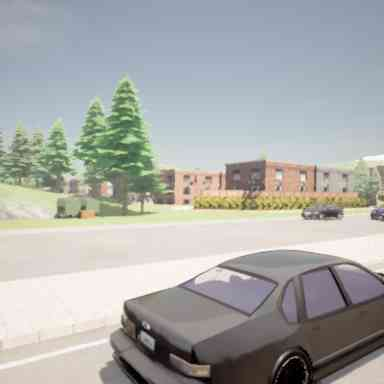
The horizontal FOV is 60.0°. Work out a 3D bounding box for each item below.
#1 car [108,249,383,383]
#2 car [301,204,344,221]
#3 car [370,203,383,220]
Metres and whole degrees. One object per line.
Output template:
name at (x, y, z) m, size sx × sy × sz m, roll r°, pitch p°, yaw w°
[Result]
car at (1.583, 1.599, 4.874) m, size 5.357 × 1.411 × 2.033 m, roll 1°, pitch -1°, yaw -36°
car at (12.257, 1.855, 31.123) m, size 4.902 × 1.511 × 2.128 m, roll 1°, pitch -1°, yaw -35°
car at (18.878, 1.788, 31.490) m, size 4.553 × 1.767 × 2.097 m, roll 1°, pitch 0°, yaw -35°
